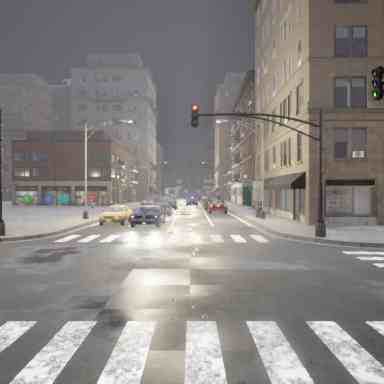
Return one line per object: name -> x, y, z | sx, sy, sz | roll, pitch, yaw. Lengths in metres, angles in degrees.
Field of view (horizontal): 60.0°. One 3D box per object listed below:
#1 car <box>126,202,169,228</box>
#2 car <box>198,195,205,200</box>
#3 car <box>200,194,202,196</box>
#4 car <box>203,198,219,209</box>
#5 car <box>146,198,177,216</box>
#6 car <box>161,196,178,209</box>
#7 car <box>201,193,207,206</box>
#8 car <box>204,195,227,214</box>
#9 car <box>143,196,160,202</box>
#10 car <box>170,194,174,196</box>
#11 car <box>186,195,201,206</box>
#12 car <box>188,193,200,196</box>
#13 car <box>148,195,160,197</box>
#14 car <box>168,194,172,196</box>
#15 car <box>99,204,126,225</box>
car -> -2.880, 1.601, 22.557 | 1.895, 1.301, 4.718 | 0, 0, 1
car -> 2.648, 1.575, 91.977 | 1.947, 1.339, 4.313 | 0, 0, 0
car -> 2.645, 1.555, 69.330 | 2.008, 1.369, 4.403 | 0, 0, 0
car -> 2.643, 1.568, 46.682 | 1.947, 1.339, 4.313 | 0, 0, 0
car -> -2.852, 1.549, 32.294 | 2.033, 1.411, 5.357 | 0, 0, 0
car -> -2.837, 1.528, 42.135 | 1.812, 1.442, 4.674 | 0, 0, 0
car -> 2.642, 1.317, 41.020 | 2.192, 1.841, 5.009 | 0, 0, 0
car -> 2.642, 1.441, 35.358 | 1.967, 1.590, 4.097 | 0, 0, 0
car -> -5.383, 1.553, 41.021 | 2.008, 1.369, 4.403 | 0, 0, 0
car -> -5.380, 1.530, 69.161 | 1.752, 1.417, 4.829 | 0, 0, 0
car -> 0.006, 1.604, 53.850 | 1.895, 1.301, 4.718 | 0, 0, 0
car -> 0.007, 1.226, 64.152 | 2.150, 2.045, 5.566 | 0, 0, 0
car -> -5.382, 1.318, 46.684 | 2.192, 1.841, 5.009 | 0, 0, 0
car -> -5.380, 1.586, 63.669 | 1.802, 1.307, 4.206 | 0, 0, 0
car -> -5.385, 1.526, 23.866 | 1.752, 1.417, 4.829 | 0, 0, 0
